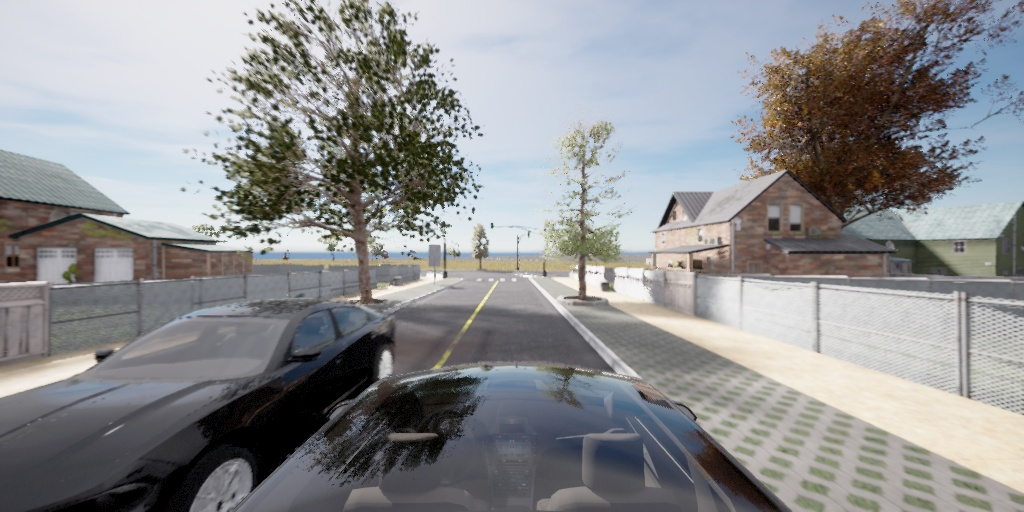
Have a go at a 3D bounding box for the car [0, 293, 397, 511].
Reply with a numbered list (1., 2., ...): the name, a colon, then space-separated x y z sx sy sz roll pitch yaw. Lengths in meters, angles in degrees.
1. car: -2.850 1.257 4.000 1.882 1.535 5.008 0 -1 0
